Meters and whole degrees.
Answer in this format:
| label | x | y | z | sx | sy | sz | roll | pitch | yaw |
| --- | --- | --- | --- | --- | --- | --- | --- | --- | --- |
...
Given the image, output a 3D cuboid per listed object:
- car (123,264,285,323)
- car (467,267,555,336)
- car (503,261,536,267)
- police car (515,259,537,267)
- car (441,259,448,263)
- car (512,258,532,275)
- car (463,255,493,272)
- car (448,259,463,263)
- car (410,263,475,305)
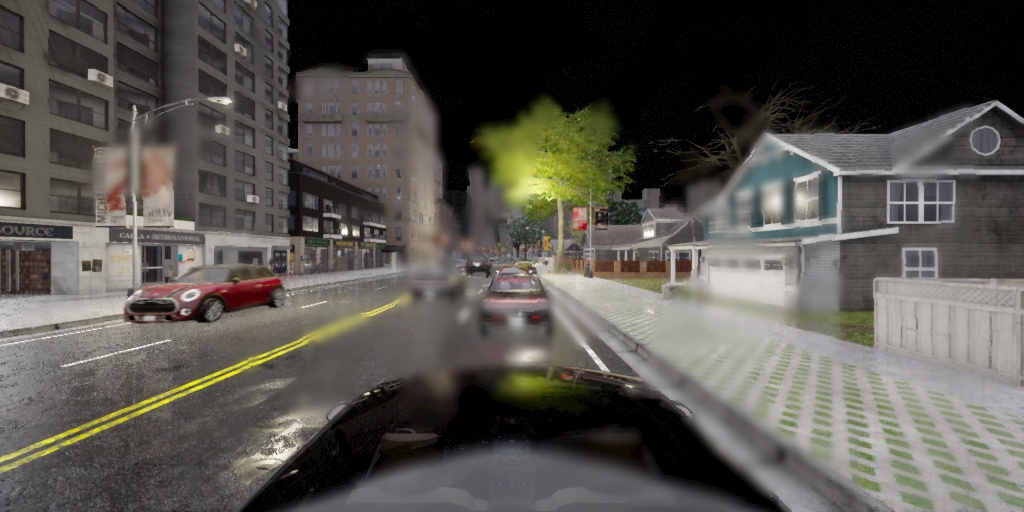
| label | x | y | z | sx | sy | sz | roll | pitch | yaw |
| --- | --- | --- | --- | --- | --- | --- | --- | --- | --- |
| car | -9.837 | 1.099 | 11.976 | 2.097 | 1.767 | 4.553 | 0 | 0 | 0 |
| car | 0.114 | 1.239 | 10.366 | 2.128 | 1.511 | 4.902 | 0 | 0 | 0 |
| car | 0.124 | 1.219 | 19.869 | 1.882 | 1.535 | 5.008 | 0 | 0 | 0 |
| police car | 1.011 | 1.155 | 29.598 | 1.930 | 1.638 | 5.238 | 0 | 0 | 0 |
| car | -9.776 | 1.201 | 55.136 | 1.837 | 1.490 | 4.892 | 0 | 0 | 0 |
| car | 1.024 | 1.068 | 39.459 | 2.097 | 1.767 | 4.553 | 0 | 0 | 0 |
| car | -3.108 | 0.939 | 34.961 | 2.150 | 2.045 | 5.566 | 0 | -1 | 0 |
| car | -6.542 | 1.200 | 46.501 | 2.128 | 1.511 | 4.902 | 0 | 0 | 0 |
| car | -3.129 | 1.237 | 16.099 | 2.128 | 1.511 | 4.902 | 0 | 0 | 0 |
